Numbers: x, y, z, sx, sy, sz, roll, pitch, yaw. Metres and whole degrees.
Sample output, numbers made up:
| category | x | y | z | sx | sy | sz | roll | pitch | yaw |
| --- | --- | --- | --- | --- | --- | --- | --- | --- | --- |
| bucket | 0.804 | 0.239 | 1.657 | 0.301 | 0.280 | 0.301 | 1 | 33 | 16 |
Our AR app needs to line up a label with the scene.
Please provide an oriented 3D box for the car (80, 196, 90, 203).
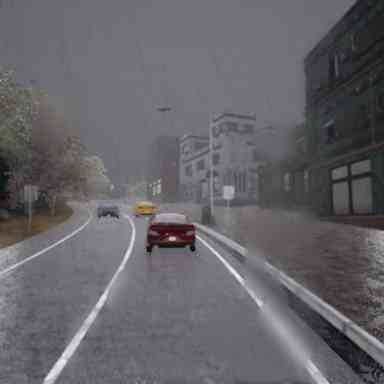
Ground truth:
| category | x | y | z | sx | sy | sz | roll | pitch | yaw |
| --- | --- | --- | --- | --- | --- | --- | --- | --- | --- |
| car | -21.994 | 1.423 | 68.217 | 2.128 | 1.511 | 4.902 | 2 | 0 | -20 |

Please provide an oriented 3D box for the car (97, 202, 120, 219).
| category | x | y | z | sx | sy | sz | roll | pitch | yaw |
| --- | --- | --- | --- | --- | --- | --- | --- | --- | --- |
| car | -7.593 | 1.608 | 30.238 | 2.033 | 1.411 | 5.357 | 1 | 0 | -15 |

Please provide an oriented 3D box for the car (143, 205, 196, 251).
| category | x | y | z | sx | sy | sz | roll | pitch | yaw |
| --- | --- | --- | --- | --- | --- | --- | --- | --- | --- |
| car | -0.992 | 1.528 | 14.374 | 1.882 | 1.535 | 5.008 | 1 | 0 | -7 |

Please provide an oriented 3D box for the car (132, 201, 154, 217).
| category | x | y | z | sx | sy | sz | roll | pitch | yaw |
| --- | --- | --- | --- | --- | --- | --- | --- | --- | --- |
| car | -4.711 | 1.615 | 32.461 | 1.882 | 1.535 | 5.008 | 1 | -1 | -16 |
